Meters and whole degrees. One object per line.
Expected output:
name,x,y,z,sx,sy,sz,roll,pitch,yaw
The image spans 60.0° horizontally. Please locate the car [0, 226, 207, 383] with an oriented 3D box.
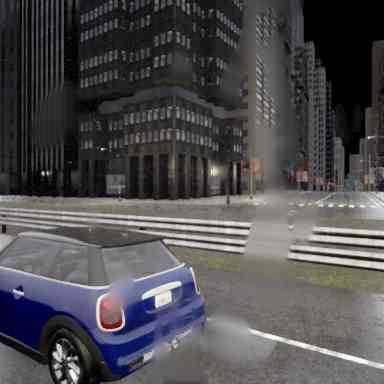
car,-2.078,1.349,5.378,4.553,1.767,2.097,0,0,36
